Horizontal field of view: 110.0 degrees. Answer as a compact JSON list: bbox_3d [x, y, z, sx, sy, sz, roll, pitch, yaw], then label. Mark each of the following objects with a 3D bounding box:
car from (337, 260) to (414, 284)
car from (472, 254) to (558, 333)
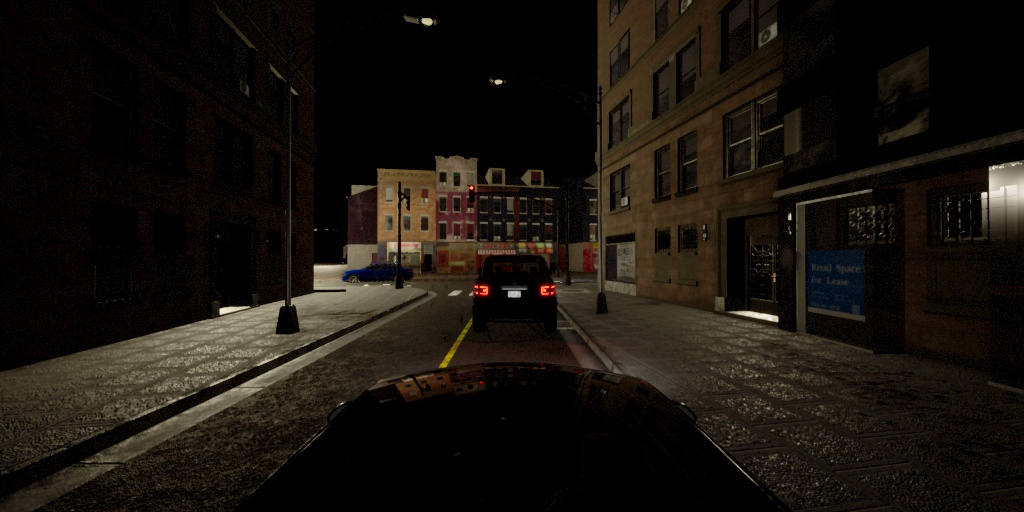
[{"bbox_3d":[-9.887,1.257,26.634,5.008,1.535,1.882,0,0,-10],"label":"car"},{"bbox_3d":[0.096,0.972,10.940,2.150,2.045,5.566,0,0,1],"label":"car"}]
